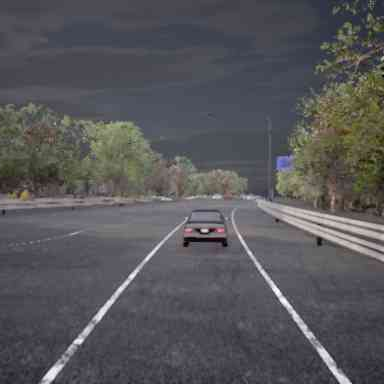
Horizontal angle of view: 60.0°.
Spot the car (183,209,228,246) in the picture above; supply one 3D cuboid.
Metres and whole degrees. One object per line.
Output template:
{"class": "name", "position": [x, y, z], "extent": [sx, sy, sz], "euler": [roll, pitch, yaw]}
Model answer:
{"class": "car", "position": [0.635, 1.488, 14.940], "extent": [2.033, 1.411, 5.357], "euler": [0, 0, 4]}
